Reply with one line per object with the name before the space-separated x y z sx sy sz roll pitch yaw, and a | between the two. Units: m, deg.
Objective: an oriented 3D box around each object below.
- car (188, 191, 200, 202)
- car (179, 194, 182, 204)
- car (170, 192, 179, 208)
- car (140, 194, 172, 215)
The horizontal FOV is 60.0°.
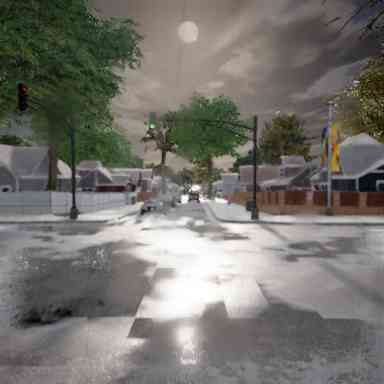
car | 0.288 0.941 56.919 1.837 1.490 4.892 0 0 1
car | -2.637 0.809 49.476 2.097 1.767 4.553 0 0 1
car | -2.840 0.985 37.741 1.882 1.535 5.008 0 0 1
car | -3.006 1.128 27.310 1.994 1.385 4.181 0 0 1
